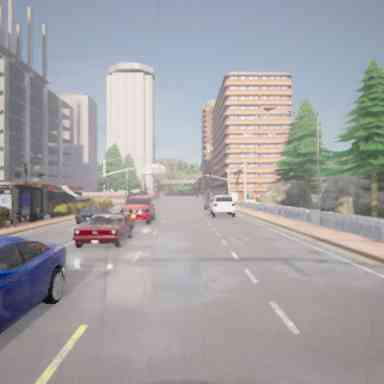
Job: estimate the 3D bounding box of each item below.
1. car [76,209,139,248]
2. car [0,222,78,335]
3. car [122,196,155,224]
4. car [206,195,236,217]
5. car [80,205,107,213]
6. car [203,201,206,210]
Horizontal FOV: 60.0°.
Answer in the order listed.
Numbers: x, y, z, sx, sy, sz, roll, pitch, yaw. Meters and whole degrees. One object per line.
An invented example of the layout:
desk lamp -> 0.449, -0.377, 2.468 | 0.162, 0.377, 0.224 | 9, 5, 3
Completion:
car -> -3.888, 1.677, 15.374 | 1.895, 1.301, 4.718 | 0, 0, -1
car -> -3.686, 1.519, 5.451 | 1.882, 1.535, 5.008 | 0, 0, -1
car -> -4.093, 1.336, 25.886 | 2.150, 2.045, 5.566 | 0, 0, -1
car -> 2.902, 1.320, 32.463 | 2.150, 2.045, 5.566 | 0, 0, -1
car -> -7.506, 1.735, 25.778 | 1.994, 1.385, 4.181 | 0, 0, -1
car -> 2.616, 1.691, 45.308 | 2.033, 1.411, 5.357 | 0, 0, 0
